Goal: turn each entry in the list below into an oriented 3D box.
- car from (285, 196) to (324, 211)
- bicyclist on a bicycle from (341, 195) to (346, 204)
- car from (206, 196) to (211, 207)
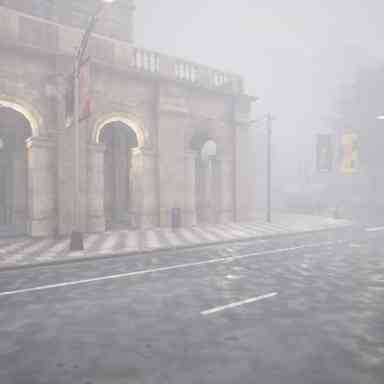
[{"bbox_3d":[13.532,1.350,40.130,2.097,1.767,4.553,0,0,-36],"label":"car"},{"bbox_3d":[25.740,1.297,56.530,1.656,1.620,0.582,0,0,-36],"label":"bicyclist on a bicycle"},{"bbox_3d":[1.115,1.593,46.017,1.895,1.301,4.718,0,0,-36],"label":"car"}]
